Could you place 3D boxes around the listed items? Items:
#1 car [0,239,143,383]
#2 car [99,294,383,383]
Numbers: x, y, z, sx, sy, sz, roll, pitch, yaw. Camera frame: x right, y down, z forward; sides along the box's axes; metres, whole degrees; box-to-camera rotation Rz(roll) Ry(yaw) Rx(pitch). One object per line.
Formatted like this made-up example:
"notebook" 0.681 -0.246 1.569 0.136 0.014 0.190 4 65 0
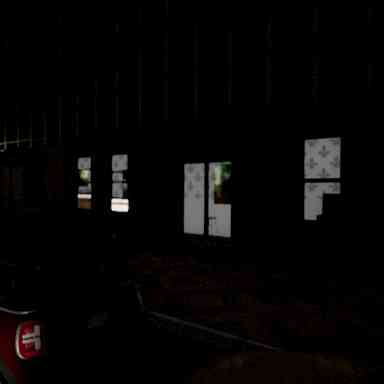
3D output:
"car" -2.593 1.400 4.719 4.097 1.590 1.967 1 0 35
"car" 1.868 1.531 1.542 4.829 1.417 1.752 1 0 35
